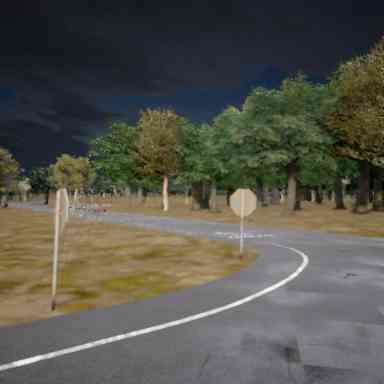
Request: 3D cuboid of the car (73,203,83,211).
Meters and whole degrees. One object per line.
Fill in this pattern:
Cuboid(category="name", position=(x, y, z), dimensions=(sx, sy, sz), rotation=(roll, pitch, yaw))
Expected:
Cuboid(category="car", position=(-19.163, 2.608, 57.695), dimensions=(1.994, 1.385, 4.181), rotation=(3, -3, -34))

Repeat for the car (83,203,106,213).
Cuboid(category="car", position=(-14.796, 2.471, 51.346), dimensions=(1.994, 1.385, 4.181), rotation=(3, -3, -34))
